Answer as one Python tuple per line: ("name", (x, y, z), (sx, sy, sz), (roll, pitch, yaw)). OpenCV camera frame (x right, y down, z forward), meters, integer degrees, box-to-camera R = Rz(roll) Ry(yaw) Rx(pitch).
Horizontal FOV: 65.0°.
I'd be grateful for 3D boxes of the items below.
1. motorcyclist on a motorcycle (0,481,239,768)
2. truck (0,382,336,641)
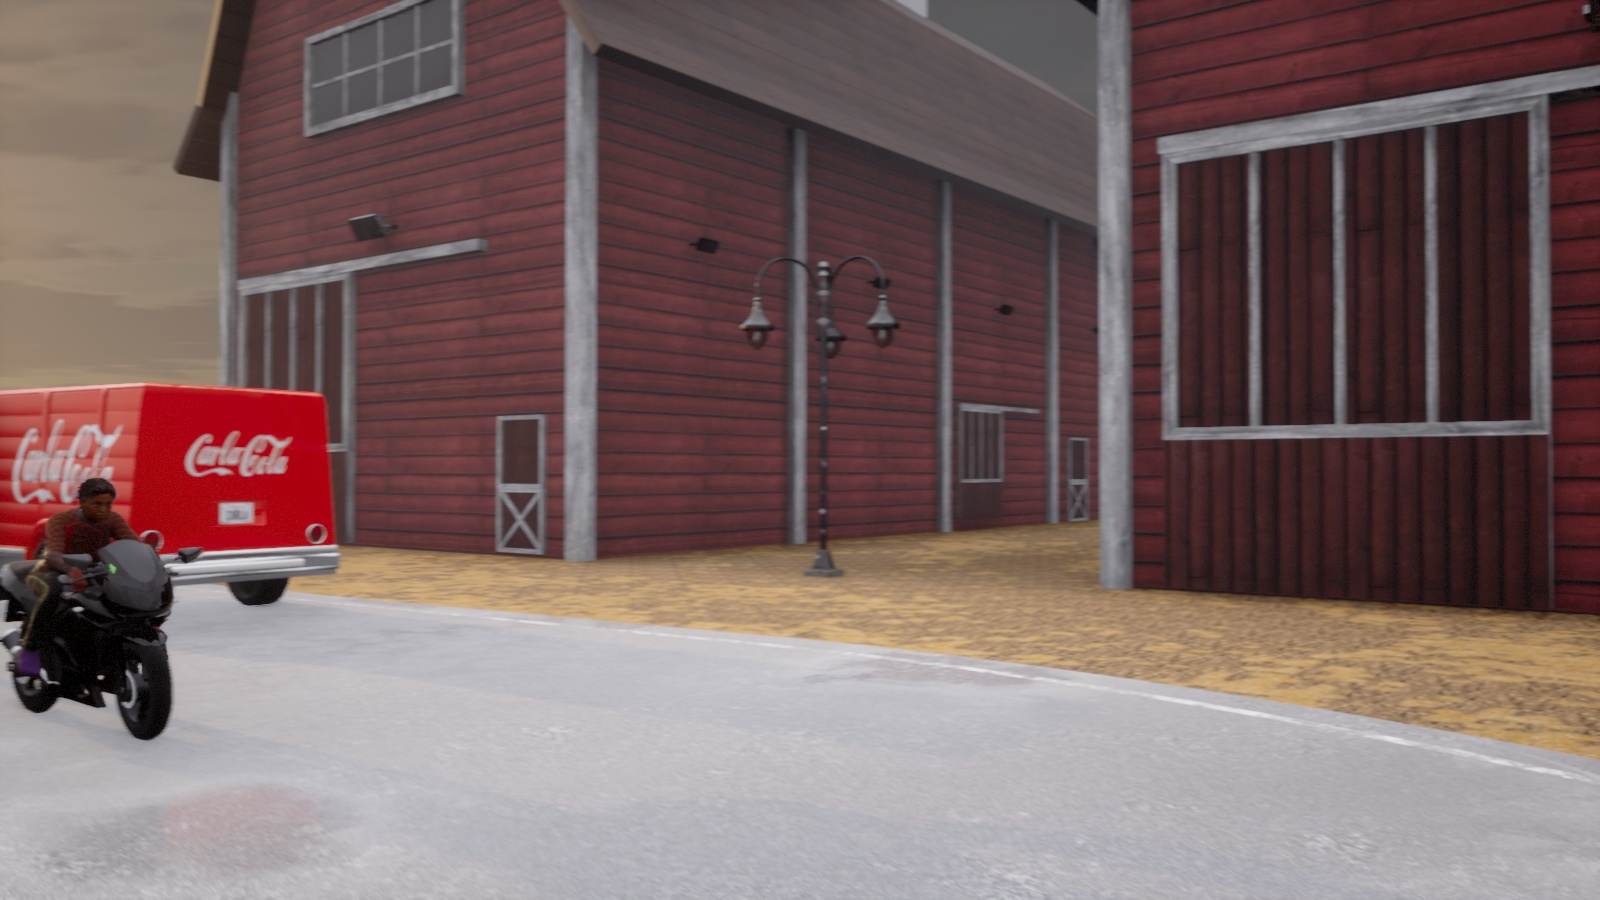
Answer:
("motorcyclist on a motorcycle", (-4.363, 0.962, 7.667), (2.044, 1.523, 0.797), (-1, -1, 36))
("truck", (-8.110, 0.635, 14.478), (5.204, 2.467, 2.627), (-1, -1, 34))
